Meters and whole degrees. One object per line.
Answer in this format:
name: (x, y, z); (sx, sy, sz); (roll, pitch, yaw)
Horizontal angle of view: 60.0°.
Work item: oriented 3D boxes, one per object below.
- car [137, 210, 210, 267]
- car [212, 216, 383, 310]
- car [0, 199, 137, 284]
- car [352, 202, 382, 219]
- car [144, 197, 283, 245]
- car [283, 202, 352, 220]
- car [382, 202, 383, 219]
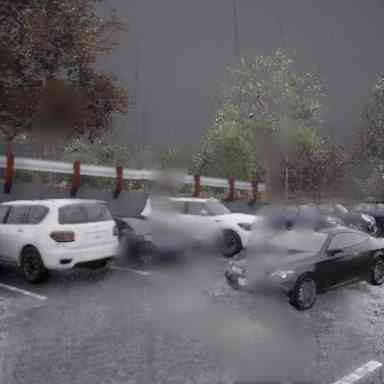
car: (-2.067, 1.517, 11.509); (4.792, 1.488, 2.163); (-1, -1, 34)
car: (2.923, 1.528, 7.922); (4.674, 1.442, 1.812); (0, 0, -35)
car: (-4.580, 1.236, 9.791); (5.566, 2.045, 2.435); (-1, -1, 34)
car: (7.721, 1.367, 18.572); (4.553, 1.767, 2.185); (-1, -1, 34)
car: (0.390, 1.238, 13.271); (5.566, 2.045, 2.435); (-1, -1, 34)
car: (5.260, 1.366, 16.808); (4.553, 1.767, 2.185); (-1, -1, 35)
car: (10.228, 1.367, 20.288); (4.553, 1.767, 2.185); (-1, -1, 34)
